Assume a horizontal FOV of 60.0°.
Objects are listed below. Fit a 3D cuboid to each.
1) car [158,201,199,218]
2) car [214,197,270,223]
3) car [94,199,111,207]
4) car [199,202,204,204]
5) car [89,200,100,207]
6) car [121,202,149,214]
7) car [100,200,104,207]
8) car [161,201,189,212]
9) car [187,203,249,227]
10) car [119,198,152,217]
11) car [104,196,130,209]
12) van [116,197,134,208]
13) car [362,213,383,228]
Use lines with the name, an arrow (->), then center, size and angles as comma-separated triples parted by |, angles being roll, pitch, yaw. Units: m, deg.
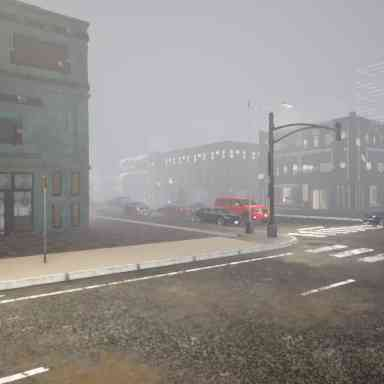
car -> -1.713, 1.937, 35.176 | 1.895, 1.301, 4.718 | -1, 0, -35
car -> 3.939, 1.445, 27.207 | 2.150, 2.045, 5.566 | -1, 0, -35
car -> -18.452, 2.227, 68.726 | 1.887, 1.381, 4.507 | -1, 0, -35
car -> 0.779, 1.903, 41.650 | 1.802, 1.307, 4.206 | -2, 0, -35
car -> -18.293, 2.268, 64.045 | 1.895, 1.301, 4.718 | -1, 0, -35
car -> -7.428, 2.011, 43.242 | 1.994, 1.385, 4.181 | -1, 0, -35
car -> -15.252, 1.939, 64.213 | 2.192, 1.841, 5.009 | -1, 0, -35
car -> -2.425, 1.965, 46.162 | 1.802, 1.307, 4.206 | -2, 0, -35
car -> 1.884, 1.814, 25.412 | 1.947, 1.339, 4.313 | -1, 0, -35
car -> -6.055, 1.846, 36.795 | 1.967, 1.590, 4.097 | -1, 0, -35
car -> -12.082, 1.774, 55.293 | 2.150, 2.045, 5.566 | -1, 0, -35
van -> -12.047, 1.906, 59.700 | 1.690, 1.788, 3.998 | -1, 0, -35
car -> 13.688, 1.621, 21.420 | 4.718, 1.301, 1.895 | -1, -1, 6
